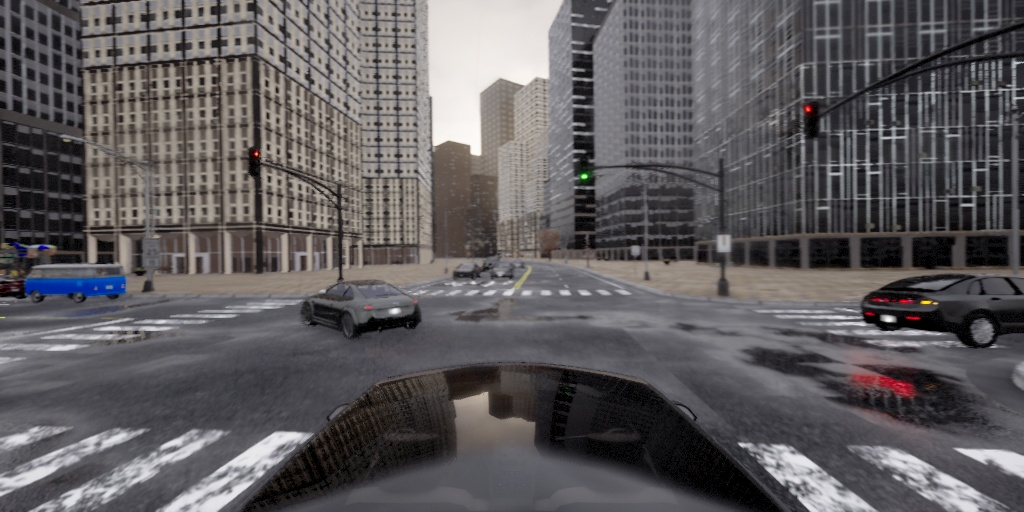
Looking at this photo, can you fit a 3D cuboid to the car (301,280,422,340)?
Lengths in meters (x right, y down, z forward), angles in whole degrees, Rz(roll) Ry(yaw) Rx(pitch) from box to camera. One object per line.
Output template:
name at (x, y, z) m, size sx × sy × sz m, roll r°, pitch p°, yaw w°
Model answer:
car at (-4.493, 1.386, 10.499) m, size 4.181 × 1.385 × 1.994 m, roll 0°, pitch 0°, yaw 42°

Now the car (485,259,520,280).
car at (-0.760, 1.294, 31.766) m, size 2.128 × 1.511 × 4.902 m, roll -1°, pitch 0°, yaw 5°

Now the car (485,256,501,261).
car at (-2.623, 1.064, 49.276) m, size 2.150 × 2.045 × 5.566 m, roll -1°, pitch 0°, yaw 4°

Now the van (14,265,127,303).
van at (-21.276, 1.299, 17.521) m, size 3.998 × 1.789 × 1.690 m, roll 0°, pitch 0°, yaw 6°

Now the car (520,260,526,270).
car at (1.050, 1.280, 54.833) m, size 2.128 × 1.511 × 4.902 m, roll -1°, pitch 0°, yaw 4°

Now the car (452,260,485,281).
car at (-3.977, 1.329, 32.293) m, size 1.882 × 1.535 × 5.008 m, roll -1°, pitch 0°, yaw 5°

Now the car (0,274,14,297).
car at (-26.793, 1.560, 18.015) m, size 4.507 × 1.381 × 1.888 m, roll 0°, pitch 0°, yaw 6°

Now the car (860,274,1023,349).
car at (11.074, 1.174, 8.497) m, size 4.892 × 1.490 × 1.837 m, roll -1°, pitch -3°, yaw -5°
